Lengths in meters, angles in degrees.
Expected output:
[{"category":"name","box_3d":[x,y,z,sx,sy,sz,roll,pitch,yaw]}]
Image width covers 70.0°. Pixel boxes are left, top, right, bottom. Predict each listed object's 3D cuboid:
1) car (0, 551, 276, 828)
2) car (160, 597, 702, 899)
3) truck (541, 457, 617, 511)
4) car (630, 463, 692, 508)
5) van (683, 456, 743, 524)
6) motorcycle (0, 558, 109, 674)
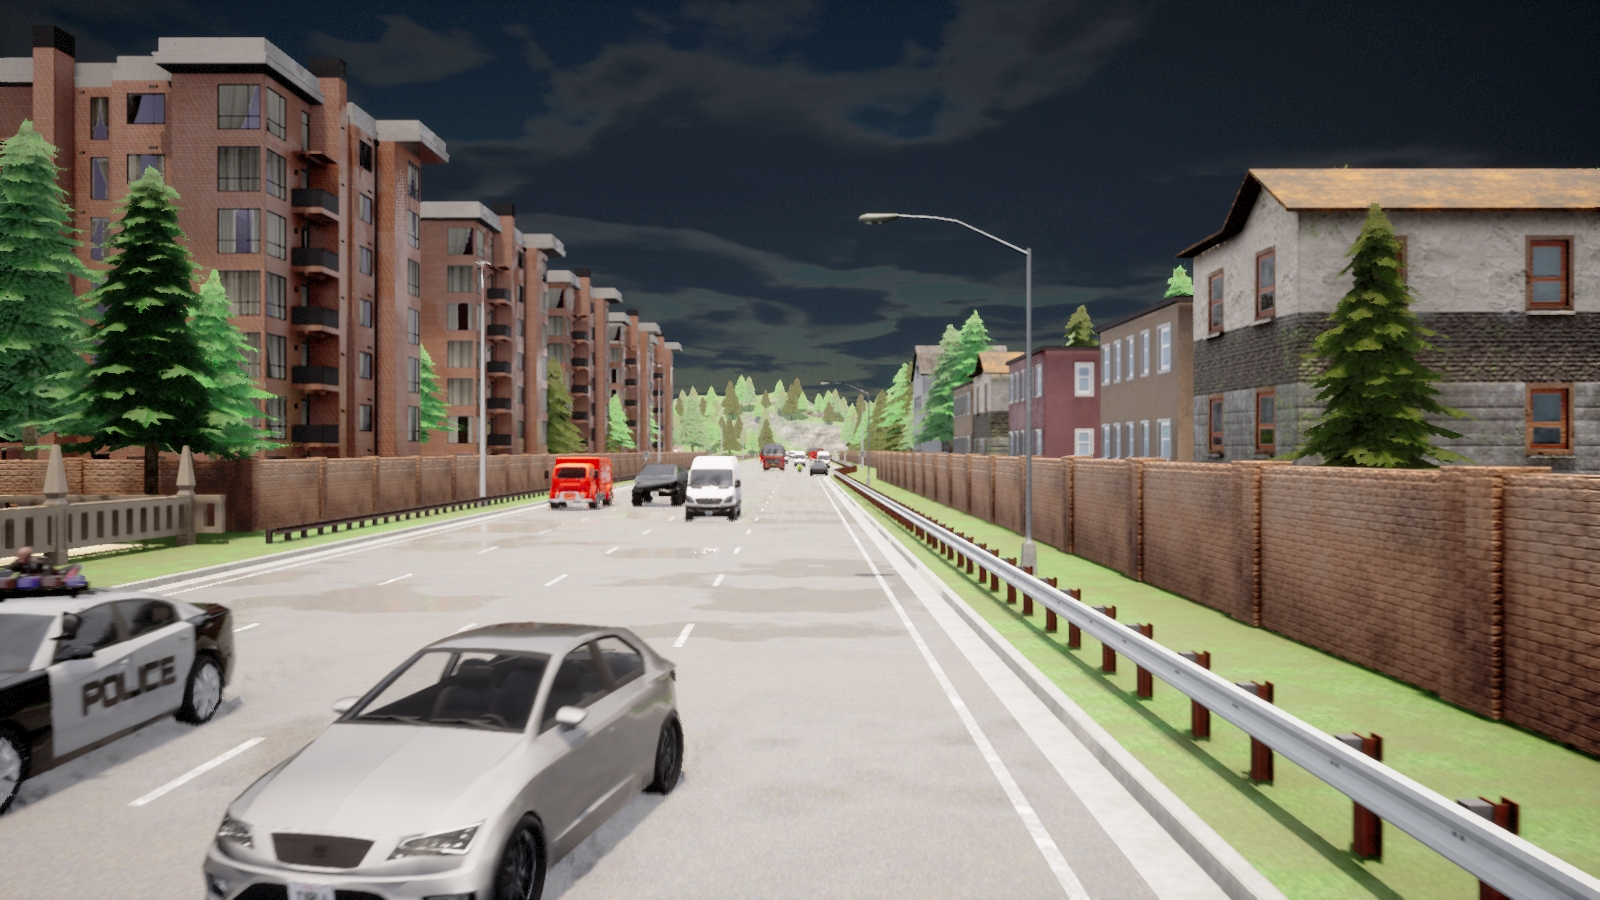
[{"category":"car","box_3d":[-7.000,1.982,10.362,2.097,1.638,5.238,0,0,0]},{"category":"car","box_3d":[-2.171,2.066,8.093,1.816,1.474,4.193,0,0,12]},{"category":"truck","box_3d":[-10.505,1.570,54.708,2.627,2.467,5.204,0,0,0]},{"category":"car","box_3d":[-7.007,1.756,58.165,2.390,2.098,6.274,0,0,0]},{"category":"van","box_3d":[-3.475,1.536,46.599,1.988,2.561,5.915,0,0,0]},{"category":"motorcycle","box_3d":[-10.502,2.206,15.531,0.867,1.251,2.209,0,0,0]}]
